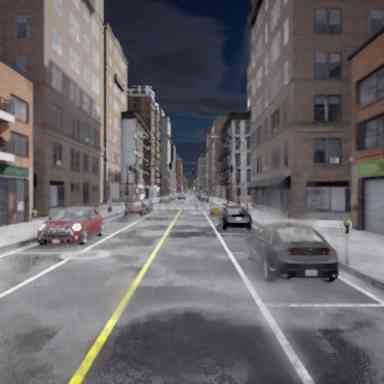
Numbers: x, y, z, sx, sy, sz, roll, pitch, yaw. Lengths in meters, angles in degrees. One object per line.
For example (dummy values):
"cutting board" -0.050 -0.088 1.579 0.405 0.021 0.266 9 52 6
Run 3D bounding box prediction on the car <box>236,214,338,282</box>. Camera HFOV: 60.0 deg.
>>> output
"car" 2.636 1.548 9.530 2.008 1.369 4.403 0 0 0

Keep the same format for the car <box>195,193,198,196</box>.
"car" 2.626 1.266 91.843 2.192 1.841 5.009 0 0 0

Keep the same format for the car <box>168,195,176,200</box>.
"car" -5.434 1.477 91.670 1.752 1.417 4.829 0 0 0

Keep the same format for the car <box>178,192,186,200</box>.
"car" -2.770 1.429 91.442 1.882 1.535 5.008 0 0 0

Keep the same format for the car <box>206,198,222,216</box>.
"car" 2.631 1.513 32.425 1.752 1.417 4.829 0 0 0

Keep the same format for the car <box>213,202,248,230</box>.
"car" 2.634 1.558 20.893 1.947 1.339 4.313 0 0 0

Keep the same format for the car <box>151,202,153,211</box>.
"car" -5.395 1.535 37.934 2.008 1.369 4.403 0 0 0

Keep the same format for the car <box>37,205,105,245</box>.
"car" -5.390 1.435 15.207 1.967 1.590 4.097 0 0 0

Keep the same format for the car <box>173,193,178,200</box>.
"car" -5.428 1.394 86.434 1.967 1.590 4.097 0 0 0

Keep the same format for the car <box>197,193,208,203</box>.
"car" 2.625 1.515 70.218 2.008 1.369 4.403 0 0 0

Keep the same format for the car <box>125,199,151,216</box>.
"car" -5.394 1.569 32.252 1.802 1.307 4.206 0 0 0

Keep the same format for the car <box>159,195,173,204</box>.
"car" -5.403 1.518 64.809 2.008 1.369 4.403 0 0 0
